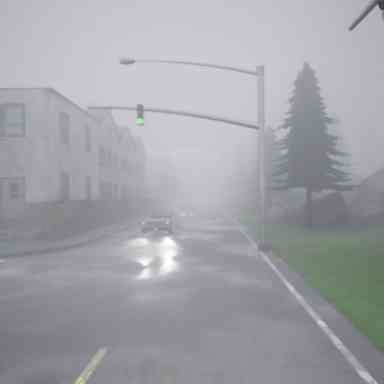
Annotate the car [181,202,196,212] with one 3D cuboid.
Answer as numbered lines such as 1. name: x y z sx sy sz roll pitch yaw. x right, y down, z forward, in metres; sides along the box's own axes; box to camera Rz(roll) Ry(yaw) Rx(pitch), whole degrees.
1. car: -0.451 2.034 46.569 1.994 1.385 4.181 -1 -1 4

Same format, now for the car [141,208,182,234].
1. car: -2.010 1.919 21.771 1.895 1.301 4.718 -1 -1 4
